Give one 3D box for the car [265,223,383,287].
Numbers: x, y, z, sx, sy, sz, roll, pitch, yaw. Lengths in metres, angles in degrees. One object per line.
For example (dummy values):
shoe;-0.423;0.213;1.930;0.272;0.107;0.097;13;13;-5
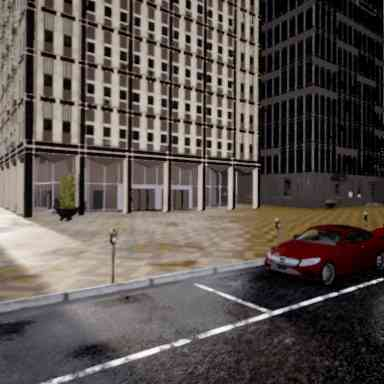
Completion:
car;3.900;1.594;9.331;4.206;1.307;1.802;0;0;-35
